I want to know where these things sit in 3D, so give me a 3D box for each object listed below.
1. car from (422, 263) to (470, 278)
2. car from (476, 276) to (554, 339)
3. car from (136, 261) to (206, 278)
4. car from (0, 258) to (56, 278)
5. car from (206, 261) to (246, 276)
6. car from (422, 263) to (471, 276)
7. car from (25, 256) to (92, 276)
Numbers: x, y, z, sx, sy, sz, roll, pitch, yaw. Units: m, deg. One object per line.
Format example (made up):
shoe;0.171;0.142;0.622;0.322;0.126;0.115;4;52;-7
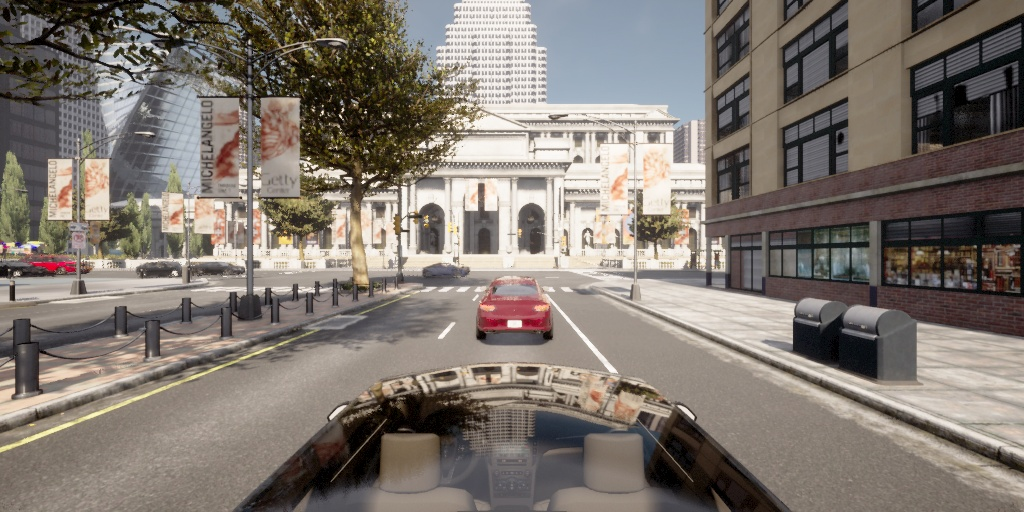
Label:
car;-6.139;1.314;33.225;4.181;1.385;1.994;0;0;0
car;0.074;1.276;9.929;1.812;1.442;4.674;0;0;0
car;-31.980;1.255;33.358;4.892;1.490;1.837;0;0;0
car;-46.441;1.228;33.377;5.008;1.535;1.882;0;0;-1
car;-30.043;1.275;36.852;4.674;1.442;1.812;0;0;0
car;-6.663;1.351;36.728;4.718;1.301;1.895;0;0;0
car;-46.874;0.973;36.897;5.566;2.045;2.150;0;0;-1
